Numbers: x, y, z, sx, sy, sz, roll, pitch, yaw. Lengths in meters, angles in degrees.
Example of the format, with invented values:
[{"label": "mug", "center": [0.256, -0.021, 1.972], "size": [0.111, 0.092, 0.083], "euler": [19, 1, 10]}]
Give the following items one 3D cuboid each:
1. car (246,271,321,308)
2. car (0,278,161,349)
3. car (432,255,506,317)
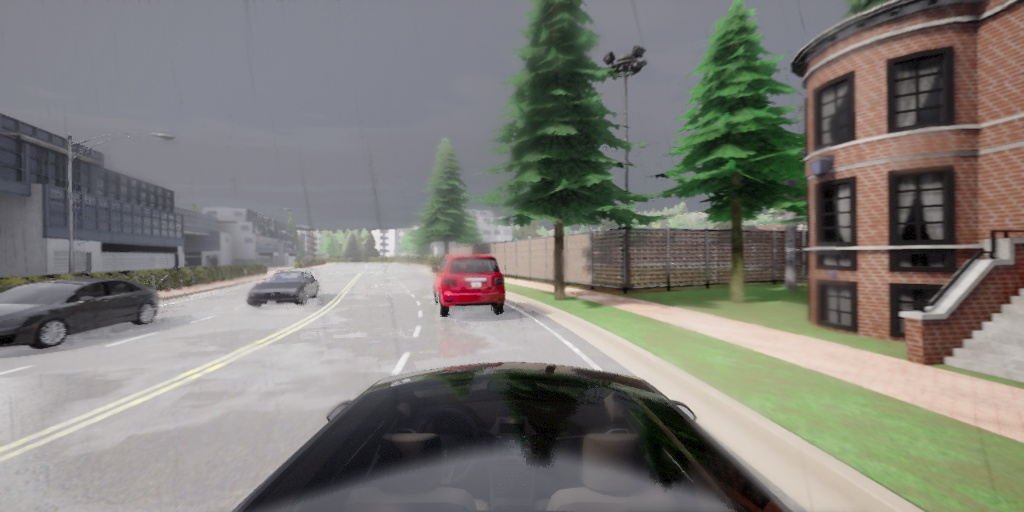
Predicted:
[{"label": "car", "center": [-10.066, 1.406, 16.281], "size": [2.033, 1.411, 5.357], "euler": [-1, 0, -19]}, {"label": "car", "center": [-11.707, 1.380, 9.399], "size": [1.837, 1.490, 4.892], "euler": [0, 0, -14]}, {"label": "car", "center": [-1.780, 0.992, 13.692], "size": [2.150, 2.045, 5.566], "euler": [0, 0, -15]}]
